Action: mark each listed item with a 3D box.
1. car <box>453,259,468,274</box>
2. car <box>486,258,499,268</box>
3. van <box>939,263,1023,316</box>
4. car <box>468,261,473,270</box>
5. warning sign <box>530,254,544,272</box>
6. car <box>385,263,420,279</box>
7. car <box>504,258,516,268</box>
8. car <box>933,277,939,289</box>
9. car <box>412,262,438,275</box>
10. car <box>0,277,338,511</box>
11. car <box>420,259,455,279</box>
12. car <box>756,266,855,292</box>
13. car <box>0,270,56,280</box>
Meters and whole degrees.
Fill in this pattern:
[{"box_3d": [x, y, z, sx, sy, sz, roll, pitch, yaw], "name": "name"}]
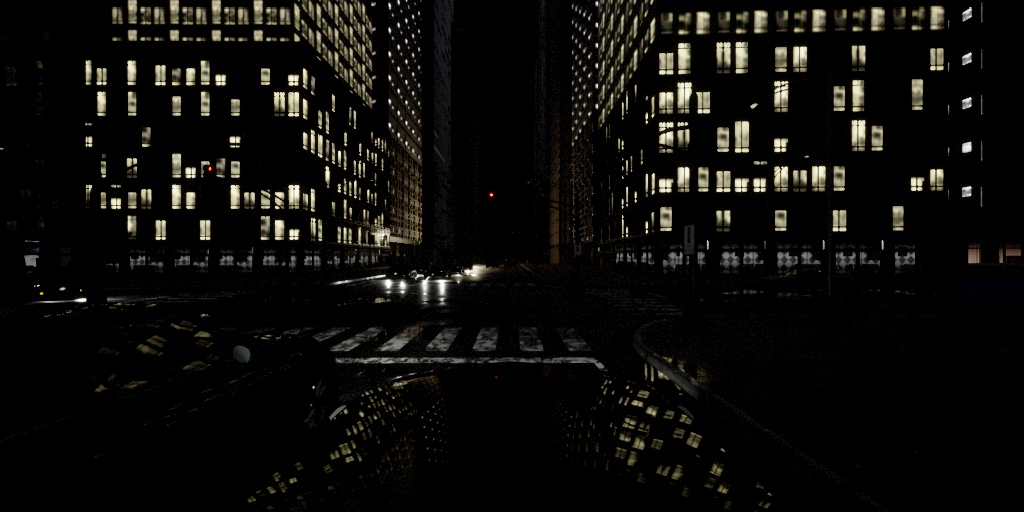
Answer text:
[{"box_3d": [-6.817, 1.277, 42.797, 1.882, 1.535, 5.008, 0, 0, 0], "name": "car"}, {"box_3d": [-3.473, 1.214, 63.616, 2.097, 1.767, 4.553, 0, 0, -1], "name": "car"}, {"box_3d": [18.301, 1.119, 12.718, 3.998, 1.789, 1.690, 0, 0, 2], "name": "van"}, {"box_3d": [-6.857, 1.390, 52.776, 1.994, 1.385, 4.181, 0, 0, 0], "name": "car"}, {"box_3d": [2.643, 0.910, 40.794, 1.300, 1.860, 1.060, 0, 0, 0], "name": "warning sign"}, {"box_3d": [-10.015, 1.343, 32.770, 1.994, 1.385, 4.181, 0, 0, 0], "name": "car"}, {"box_3d": [-0.329, 1.426, 63.793, 1.994, 1.385, 4.181, 0, 0, 0], "name": "car"}, {"box_3d": [26.824, 1.356, 20.451, 4.207, 1.307, 1.802, 0, 0, 2], "name": "car"}, {"box_3d": [-10.054, 1.361, 41.679, 1.994, 1.385, 4.181, 0, 0, 0], "name": "car"}, {"box_3d": [-3.154, 1.102, 2.525, 2.097, 1.767, 4.553, 0, 0, 0], "name": "car"}, {"box_3d": [-6.764, 1.305, 32.923, 1.812, 1.442, 4.674, 0, 0, 0], "name": "car"}, {"box_3d": [16.987, 1.293, 20.883, 4.829, 1.417, 1.751, 0, 0, 2], "name": "car"}, {"box_3d": [-22.521, 1.322, 16.378, 4.181, 1.385, 1.994, 0, 0, 0], "name": "car"}]
